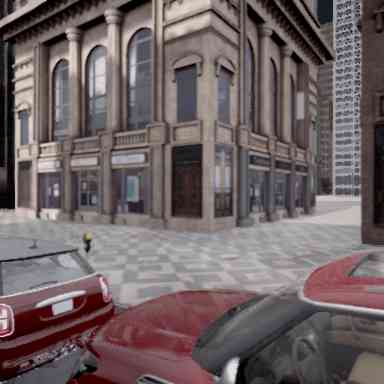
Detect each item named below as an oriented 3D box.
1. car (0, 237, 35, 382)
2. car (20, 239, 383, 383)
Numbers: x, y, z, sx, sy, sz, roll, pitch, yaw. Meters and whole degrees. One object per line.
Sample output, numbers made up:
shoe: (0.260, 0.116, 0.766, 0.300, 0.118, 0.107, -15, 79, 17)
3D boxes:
car: (-3.166, 1.438, 5.219, 4.097, 1.590, 1.967, 0, 0, 36)
car: (1.394, 1.315, 1.965, 5.009, 1.841, 2.192, 0, 0, 36)
